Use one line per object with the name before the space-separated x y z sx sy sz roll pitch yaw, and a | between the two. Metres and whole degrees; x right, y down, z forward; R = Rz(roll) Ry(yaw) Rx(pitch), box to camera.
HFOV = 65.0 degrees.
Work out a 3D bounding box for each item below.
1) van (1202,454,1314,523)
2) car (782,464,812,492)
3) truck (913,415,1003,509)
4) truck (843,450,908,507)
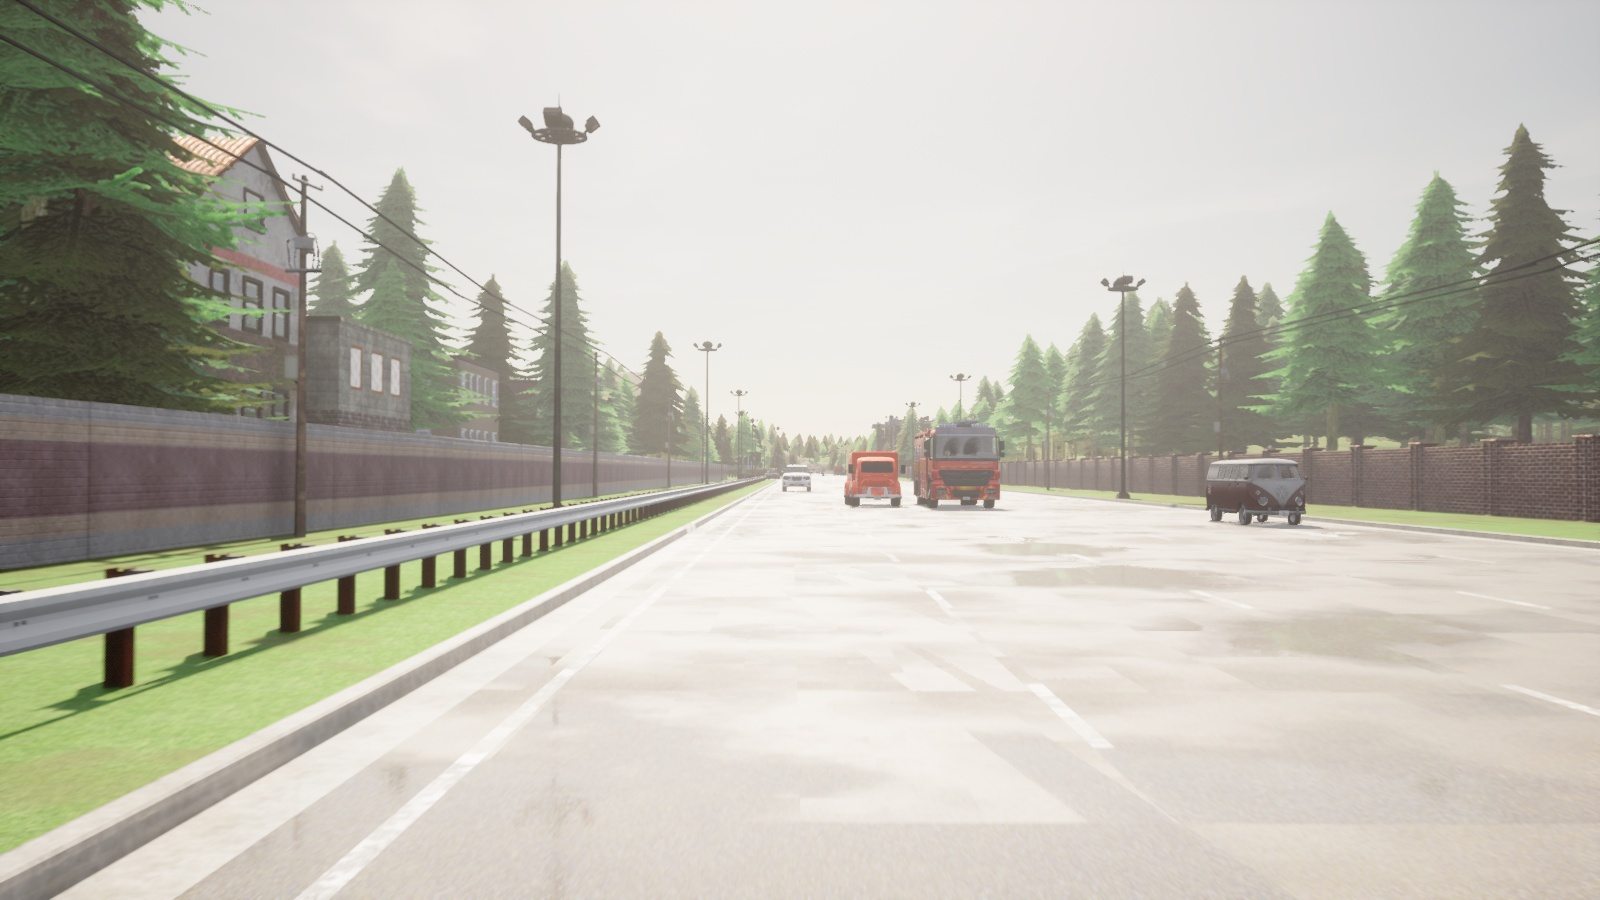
van | 13.907 1.155 38.405 1.775 1.987 4.442 0 -1 0
car | -0.231 2.136 95.669 2.150 2.045 5.566 0 -1 0
truck | 6.862 0.555 55.709 2.891 3.827 8.468 0 -1 0
truck | 3.361 1.269 57.011 2.627 2.467 5.204 0 -1 0
